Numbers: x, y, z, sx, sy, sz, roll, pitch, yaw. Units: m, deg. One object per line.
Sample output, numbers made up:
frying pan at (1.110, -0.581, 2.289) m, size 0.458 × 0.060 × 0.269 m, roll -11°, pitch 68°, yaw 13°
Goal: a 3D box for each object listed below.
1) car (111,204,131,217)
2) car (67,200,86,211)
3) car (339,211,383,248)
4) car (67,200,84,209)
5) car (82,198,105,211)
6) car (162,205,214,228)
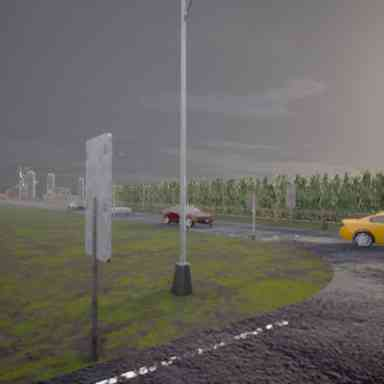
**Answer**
car at (-8.335, 1.963, 36.192) m, size 1.895 × 1.301 × 4.718 m, roll 1°, pitch -1°, yaw -35°
car at (-16.828, 2.067, 48.646) m, size 1.994 × 1.385 × 4.181 m, roll 1°, pitch -1°, yaw -34°
car at (8.923, 1.575, 13.975) m, size 5.008 × 1.535 × 1.882 m, roll -1°, pitch -1°, yaw 34°
car at (-20.942, 2.195, 59.684) m, size 1.994 × 1.385 × 4.181 m, roll 1°, pitch -1°, yaw -35°
car at (-15.200, 1.889, 51.357) m, size 2.097 × 1.767 × 4.553 m, roll 1°, pitch -1°, yaw -35°
car at (-0.379, 1.710, 24.629) m, size 1.882 × 1.535 × 5.008 m, roll 1°, pitch -1°, yaw -35°
